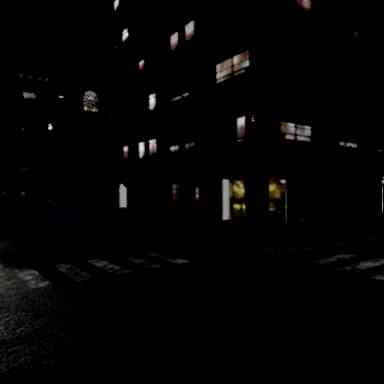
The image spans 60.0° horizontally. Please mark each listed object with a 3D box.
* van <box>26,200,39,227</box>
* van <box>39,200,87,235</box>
[{"bbox_3d":[-10.822,1.516,24.175,1.690,1.788,3.998,-2,1,-36],"label":"van"},{"bbox_3d":[-7.565,1.459,19.695,1.690,1.788,3.998,-2,1,-36],"label":"van"}]
